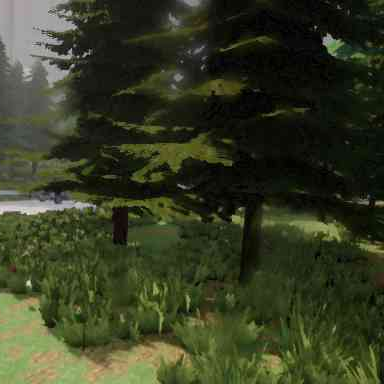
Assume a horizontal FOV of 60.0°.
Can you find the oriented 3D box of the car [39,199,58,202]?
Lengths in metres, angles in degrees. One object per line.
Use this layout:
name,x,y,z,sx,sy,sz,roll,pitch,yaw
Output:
car,-9.976,0.076,26.370,1.812,1.442,4.674,5,3,24
